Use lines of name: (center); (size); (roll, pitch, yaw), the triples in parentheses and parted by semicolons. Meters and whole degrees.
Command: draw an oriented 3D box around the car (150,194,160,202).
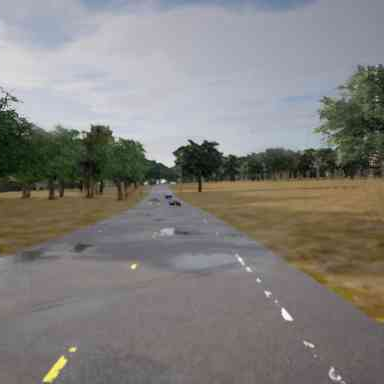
car: (-8.172, 1.340, 73.100); (2.097, 1.767, 4.553); (0, 1, -6)

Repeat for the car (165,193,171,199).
car: (-6.490, 1.119, 91.876); (1.882, 1.535, 5.008); (0, 1, -6)

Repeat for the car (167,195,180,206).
car: (-3.099, 1.704, 58.251); (1.895, 1.301, 4.718); (0, 0, -6)
